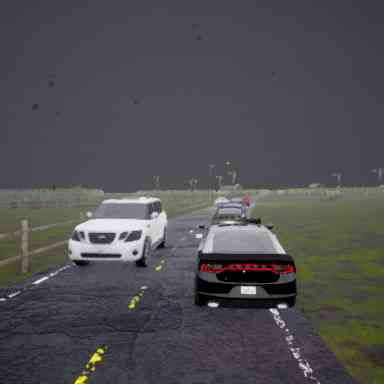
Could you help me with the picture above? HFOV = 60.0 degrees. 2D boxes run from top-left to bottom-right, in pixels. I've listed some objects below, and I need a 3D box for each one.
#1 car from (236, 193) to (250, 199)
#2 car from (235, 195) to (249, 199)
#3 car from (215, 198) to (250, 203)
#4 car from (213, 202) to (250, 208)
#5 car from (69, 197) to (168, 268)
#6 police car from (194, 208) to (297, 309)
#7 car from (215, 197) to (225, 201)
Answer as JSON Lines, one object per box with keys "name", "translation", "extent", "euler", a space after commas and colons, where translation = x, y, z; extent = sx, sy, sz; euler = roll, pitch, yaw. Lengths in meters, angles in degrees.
{"name": "car", "translation": [7.755, 1.168, 51.290], "extent": [2.150, 2.045, 5.566], "euler": [0, 0, 12]}
{"name": "car", "translation": [5.658, 1.438, 41.184], "extent": [1.882, 1.535, 5.008], "euler": [0, 0, 12]}
{"name": "car", "translation": [2.947, 1.460, 23.625], "extent": [1.882, 1.535, 5.008], "euler": [0, 0, 10]}
{"name": "car", "translation": [2.050, 1.494, 17.784], "extent": [1.837, 1.490, 4.892], "euler": [0, 0, 8]}
{"name": "car", "translation": [-2.228, 1.217, 11.700], "extent": [2.150, 2.045, 5.566], "euler": [0, 0, 5]}
{"name": "police car", "translation": [1.098, 1.423, 8.093], "extent": [1.930, 1.638, 5.238], "euler": [0, 0, 4]}
{"name": "car", "translation": [4.252, 1.478, 47.847], "extent": [1.812, 1.442, 4.674], "euler": [0, 0, 12]}
